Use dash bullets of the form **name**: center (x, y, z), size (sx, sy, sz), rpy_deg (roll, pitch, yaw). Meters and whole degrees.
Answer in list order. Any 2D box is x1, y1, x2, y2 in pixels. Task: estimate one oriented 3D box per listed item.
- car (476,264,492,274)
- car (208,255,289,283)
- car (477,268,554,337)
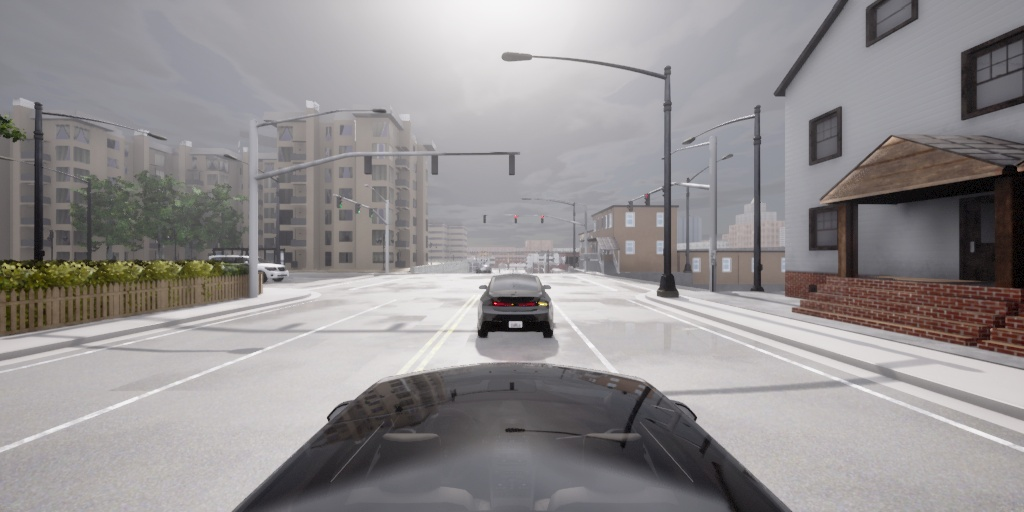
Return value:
- **car**: center (-3.630, 1.754, 47.089), size (2.128, 1.511, 4.902), rpy_deg (0, -5, 0)
- **car**: center (-19.962, 0.971, 26.961), size (5.566, 2.045, 2.150), rpy_deg (0, 0, 1)
- **car**: center (0.090, 1.255, 10.276), size (1.837, 1.490, 4.892), rpy_deg (0, 0, 0)
